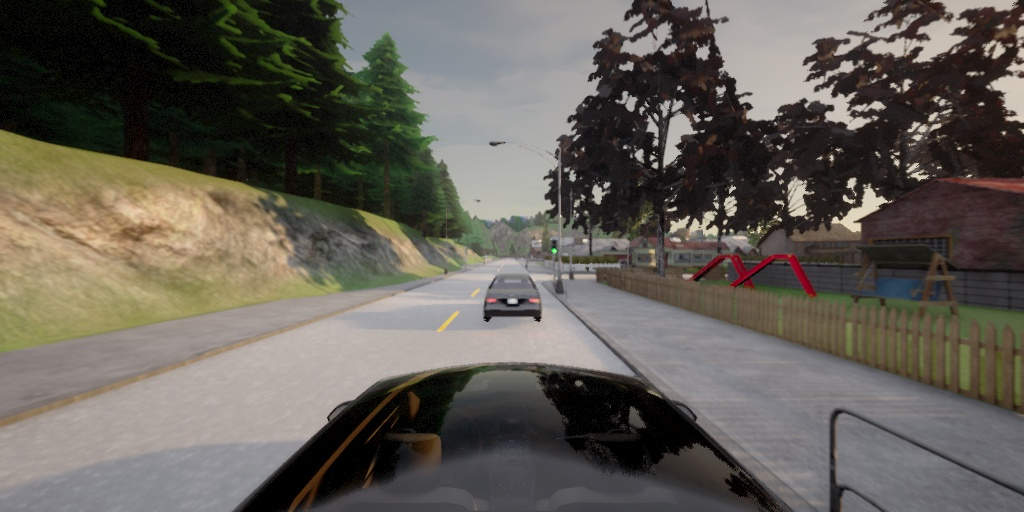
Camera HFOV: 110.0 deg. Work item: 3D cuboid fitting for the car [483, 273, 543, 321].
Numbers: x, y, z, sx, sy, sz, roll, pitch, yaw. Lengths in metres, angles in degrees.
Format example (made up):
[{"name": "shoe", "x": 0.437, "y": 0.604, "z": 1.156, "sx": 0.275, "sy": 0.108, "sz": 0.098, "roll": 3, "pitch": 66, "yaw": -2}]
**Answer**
[{"name": "car", "x": 0.024, "y": 1.303, "z": 12.461, "sx": 2.033, "sy": 1.411, "sz": 5.357, "roll": 0, "pitch": 0, "yaw": 0}]
